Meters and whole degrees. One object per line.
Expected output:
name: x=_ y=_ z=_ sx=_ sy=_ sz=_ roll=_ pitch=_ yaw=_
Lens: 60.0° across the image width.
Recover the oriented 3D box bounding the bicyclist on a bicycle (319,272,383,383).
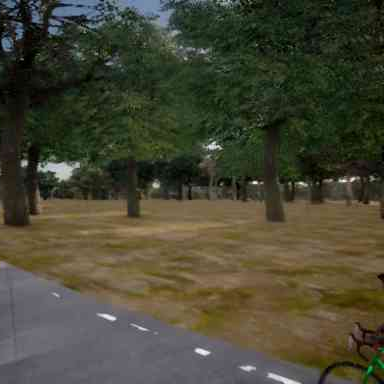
bicyclist on a bicycle: x=1.981 y=1.538 z=2.956 sx=1.656 sy=1.620 sz=0.582 roll=0 pitch=-1 yaw=34
